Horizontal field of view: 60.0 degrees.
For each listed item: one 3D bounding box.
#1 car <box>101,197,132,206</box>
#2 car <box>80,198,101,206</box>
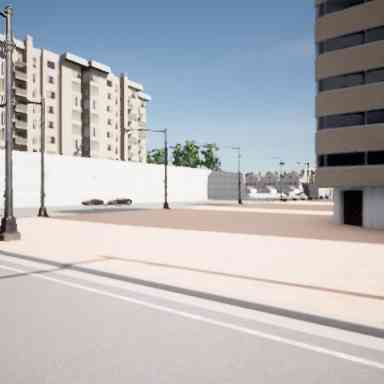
[{"bbox_3d":[-12.314,1.590,56.285,2.128,1.511,4.902,0,0,36],"label":"car"},{"bbox_3d":[-16.714,1.670,56.150,1.994,1.385,4.181,0,0,36],"label":"car"}]
